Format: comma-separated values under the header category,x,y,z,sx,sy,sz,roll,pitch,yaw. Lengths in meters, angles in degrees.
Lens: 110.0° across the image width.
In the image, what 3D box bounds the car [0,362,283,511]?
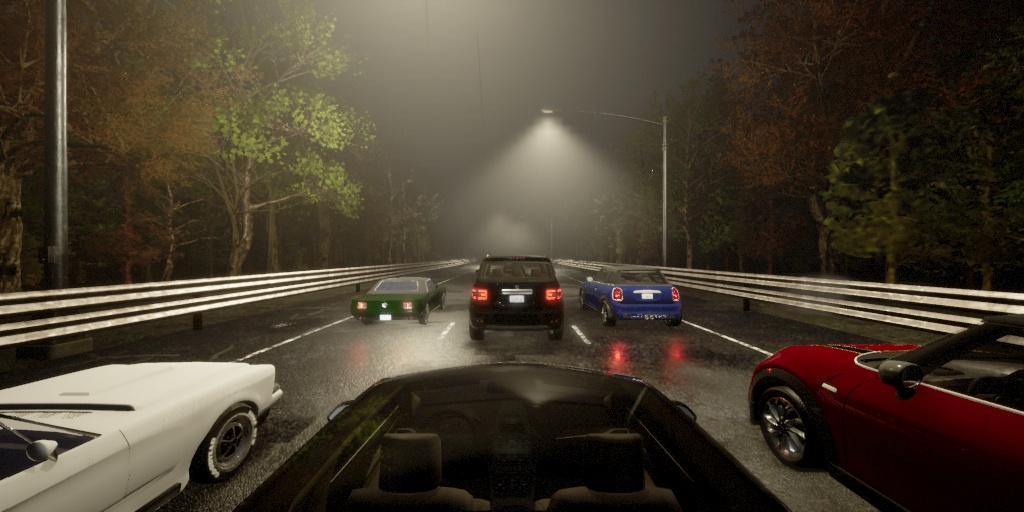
category,x,y,z,sx,sy,sz,roll,pitch,yaw
car,-3.401,1.351,1.707,1.895,1.301,4.718,0,0,0

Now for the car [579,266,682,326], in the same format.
category,x,y,z,sx,sy,sz,roll,pitch,yaw
car,3.605,1.099,11.744,2.097,1.767,4.553,0,0,-1

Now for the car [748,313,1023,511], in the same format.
category,x,y,z,sx,sy,sz,roll,pitch,yaw
car,3.595,1.102,1.992,2.097,1.767,4.553,0,0,0

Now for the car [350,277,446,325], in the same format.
category,x,y,z,sx,sy,sz,roll,pitch,yaw
car,-3.395,1.348,11.762,1.895,1.301,4.718,0,0,-1

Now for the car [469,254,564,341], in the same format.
category,x,y,z,sx,sy,sz,roll,pitch,yaw
car,0.103,0.970,10.045,2.150,2.045,5.566,0,0,0
